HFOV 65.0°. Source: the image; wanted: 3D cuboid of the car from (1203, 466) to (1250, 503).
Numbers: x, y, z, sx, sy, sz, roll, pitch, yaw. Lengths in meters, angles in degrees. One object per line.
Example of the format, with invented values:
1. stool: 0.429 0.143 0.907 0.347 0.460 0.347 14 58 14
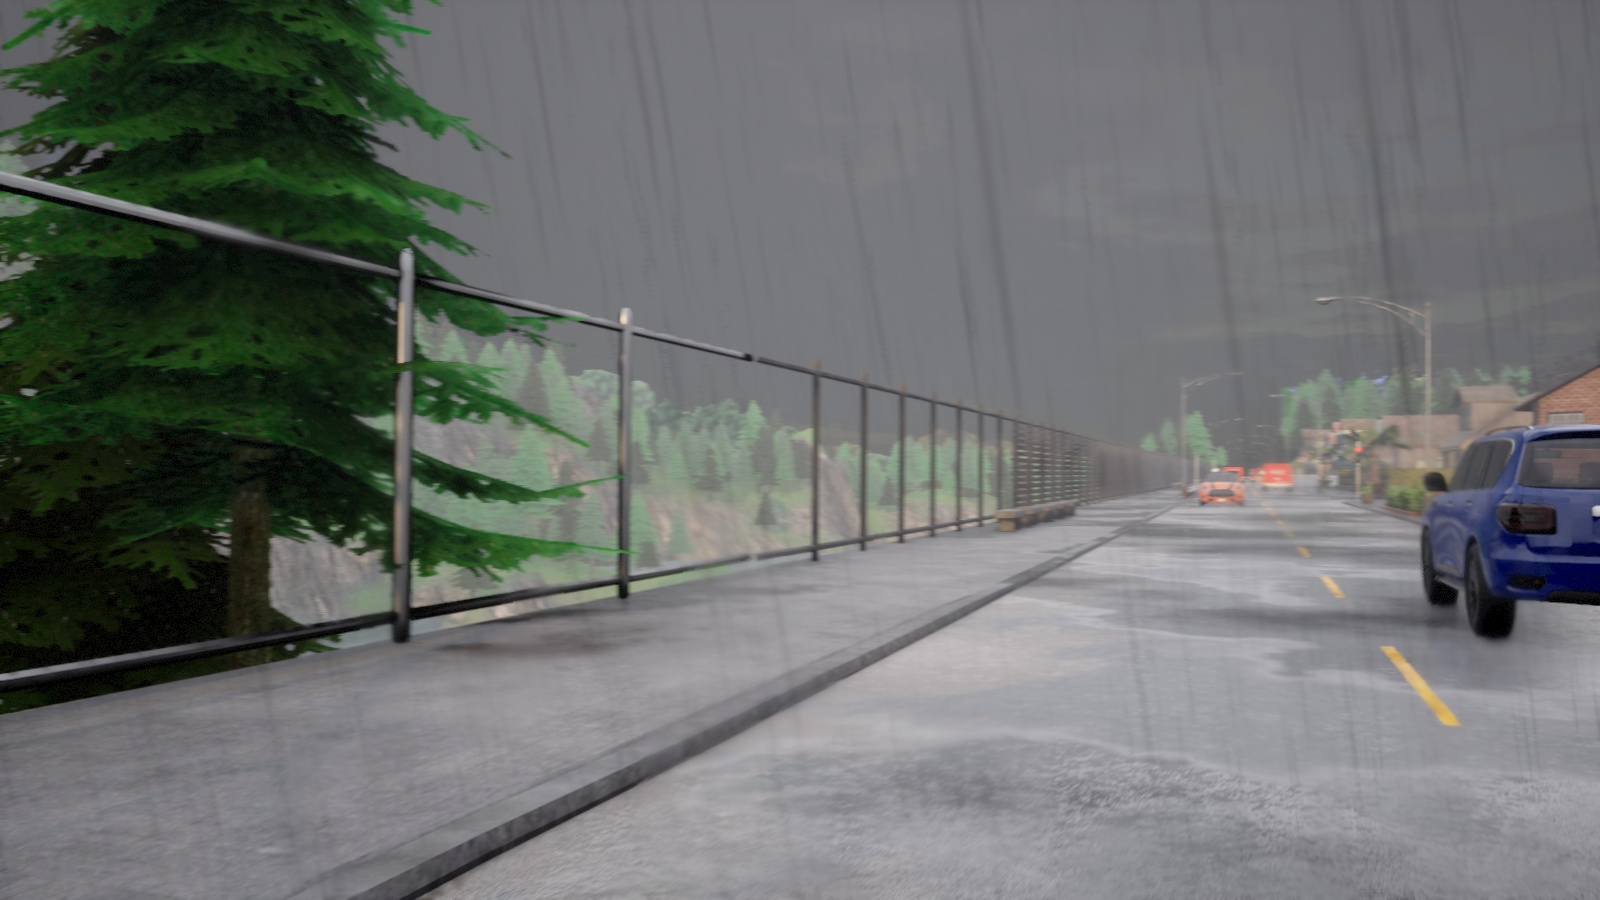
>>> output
1. car: 21.045 1.688 61.925 2.097 1.767 4.553 0 -1 19

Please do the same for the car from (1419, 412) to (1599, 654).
1. car: 8.021 0.743 13.140 2.150 2.045 5.566 0 -1 20
